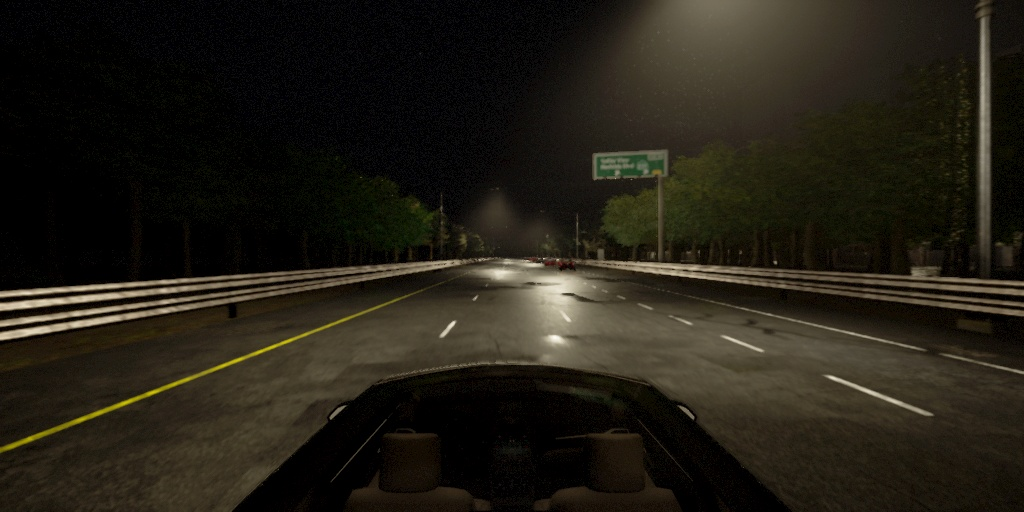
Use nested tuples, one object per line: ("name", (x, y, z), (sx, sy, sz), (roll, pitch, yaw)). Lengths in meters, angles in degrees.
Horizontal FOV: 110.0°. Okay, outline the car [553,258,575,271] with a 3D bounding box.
("car", (7.076, 1.089, 47.850), (2.097, 1.767, 4.553), (0, 0, 0))
